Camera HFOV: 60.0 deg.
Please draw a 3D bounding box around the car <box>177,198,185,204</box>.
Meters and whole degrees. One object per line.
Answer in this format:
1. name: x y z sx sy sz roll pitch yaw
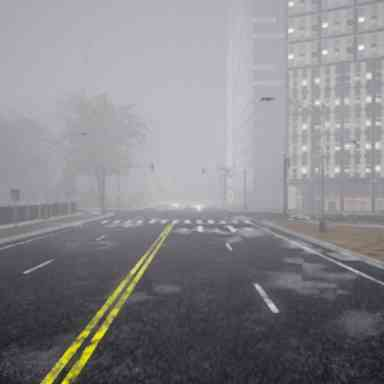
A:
1. car: -3.217 2.556 95.480 2.097 1.767 4.553 0 -1 0
